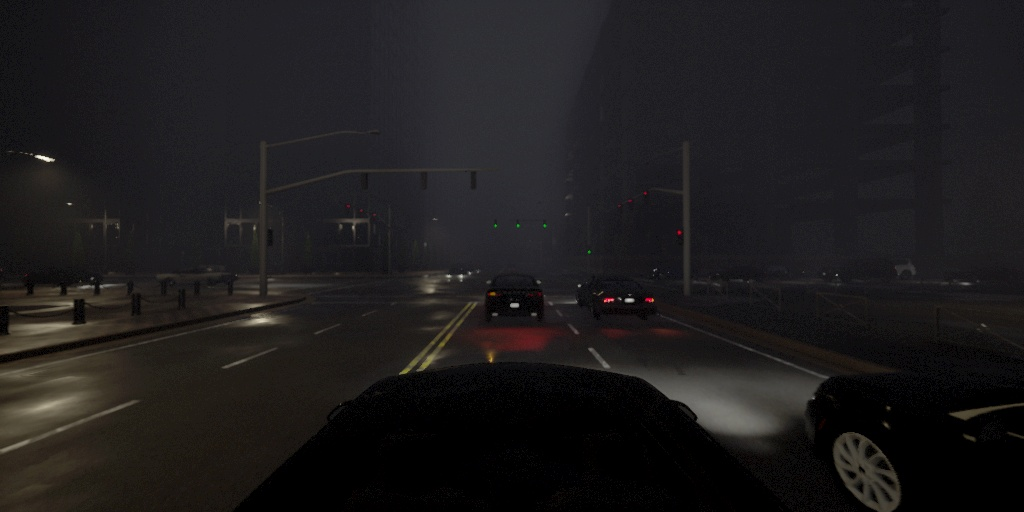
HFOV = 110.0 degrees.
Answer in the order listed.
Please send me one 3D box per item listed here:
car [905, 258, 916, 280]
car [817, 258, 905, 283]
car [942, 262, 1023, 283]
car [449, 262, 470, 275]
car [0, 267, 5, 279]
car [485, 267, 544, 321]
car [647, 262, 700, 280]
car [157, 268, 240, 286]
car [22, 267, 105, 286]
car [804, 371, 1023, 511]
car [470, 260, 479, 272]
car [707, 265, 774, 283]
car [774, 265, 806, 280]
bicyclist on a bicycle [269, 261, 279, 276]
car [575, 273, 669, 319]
[{"bbox_3d":[34.866,1.222,34.127,5.566,2.045,2.150,0,-1,0],"label":"car"},{"bbox_3d":[29.400,1.189,30.608,5.566,2.045,2.150,0,-1,0],"label":"car"},{"bbox_3d":[39.892,1.445,30.631,5.008,1.535,1.882,0,-1,0],"label":"car"},{"bbox_3d":[-7.126,1.663,47.532,1.882,1.535,5.008,0,-1,0],"label":"car"},{"bbox_3d":[-51.199,1.353,33.773,4.553,1.767,2.097,0,-1,0],"label":"car"},{"bbox_3d":[0.064,1.336,13.114,1.882,1.535,5.008,0,-1,0],"label":"car"},{"bbox_3d":[15.207,1.353,34.070,4.553,1.767,2.097,0,-1,0],"label":"car"},{"bbox_3d":[-22.965,1.530,26.380,4.718,1.301,1.895,0,-1,0],"label":"car"},{"bbox_3d":[-32.933,1.494,26.408,4.181,1.385,1.994,0,-1,-1],"label":"car"},{"bbox_3d":[3.600,1.251,1.282,1.837,1.490,4.892,0,0,0],"label":"car"},{"bbox_3d":[-7.121,1.832,58.044,2.033,1.411,5.357,0,-1,0],"label":"car"},{"bbox_3d":[19.134,1.493,30.543,4.674,1.442,1.812,0,-1,0],"label":"car"},{"bbox_3d":[24.676,1.548,34.087,5.357,1.411,2.033,0,-1,0],"label":"car"},{"bbox_3d":[-25.434,1.344,38.344,0.582,1.620,1.656,0,0,0],"label":"bicyclist on a bicycle"},{"bbox_3d":[3.620,1.408,13.328,2.033,1.411,5.357,0,-1,2],"label":"car"}]
